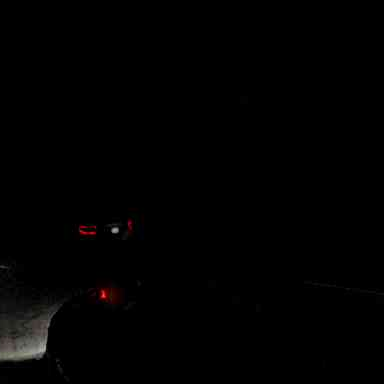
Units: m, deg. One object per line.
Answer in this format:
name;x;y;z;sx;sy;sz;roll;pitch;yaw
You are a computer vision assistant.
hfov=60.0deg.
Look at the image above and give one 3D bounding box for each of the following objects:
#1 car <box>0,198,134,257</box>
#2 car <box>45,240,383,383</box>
car;-4.475;1.240;11.485;5.566;2.045;2.150;0;0;36
car;0.171;1.567;3.876;4.181;1.385;1.994;0;0;35
